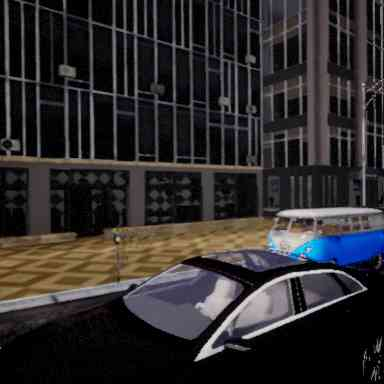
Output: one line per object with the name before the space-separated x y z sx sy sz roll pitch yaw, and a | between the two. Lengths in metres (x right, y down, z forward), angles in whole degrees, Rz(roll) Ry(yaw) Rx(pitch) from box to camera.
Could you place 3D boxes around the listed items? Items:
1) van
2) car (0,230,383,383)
van | 3.876 1.352 9.340 3.998 1.788 1.690 0 -1 -35
car | 0.432 1.493 3.679 4.902 1.511 2.128 0 0 -35
